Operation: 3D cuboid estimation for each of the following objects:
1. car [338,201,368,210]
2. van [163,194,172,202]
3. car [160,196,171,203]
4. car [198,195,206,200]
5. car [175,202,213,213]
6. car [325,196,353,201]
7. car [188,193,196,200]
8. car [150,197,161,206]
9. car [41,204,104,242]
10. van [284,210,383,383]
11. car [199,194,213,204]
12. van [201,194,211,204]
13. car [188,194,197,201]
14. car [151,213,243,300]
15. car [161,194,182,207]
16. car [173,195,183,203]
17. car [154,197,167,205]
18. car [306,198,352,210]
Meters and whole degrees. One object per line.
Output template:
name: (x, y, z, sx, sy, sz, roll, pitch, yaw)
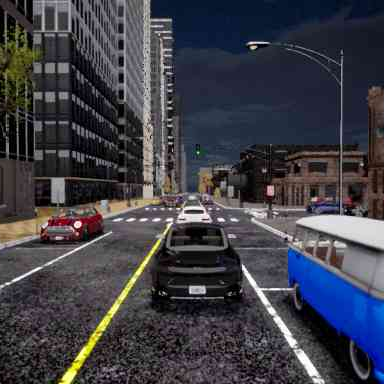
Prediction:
car: (16.443, 1.793, 31.026, 4.313, 1.339, 1.947, 1, 0, 1)
van: (-5.609, 1.323, 76.697, 1.690, 1.788, 3.998, -1, 0, 0)
car: (-5.610, 1.549, 71.053, 1.947, 1.339, 4.313, -1, 0, 0)
car: (2.756, 1.531, 93.568, 2.008, 1.369, 4.403, -1, 0, 0)
car: (0.110, 1.520, 18.952, 1.812, 1.442, 4.674, 0, 0, 0)
car: (16.559, 1.411, 39.403, 5.009, 1.841, 2.192, 1, 0, 1)
car: (0.075, 1.257, 91.018, 2.097, 1.767, 4.553, 0, 0, 0)
car: (-5.795, 1.512, 53.951, 1.752, 1.417, 4.829, -1, 0, 0)
car: (-5.690, 1.435, 16.173, 1.967, 1.590, 4.097, -1, 0, 0)
van: (2.679, 1.340, 5.083, 1.690, 1.788, 3.998, -1, 0, 0)
car: (2.726, 1.425, 59.703, 1.967, 1.590, 4.097, -1, 0, 0)
van: (2.729, 1.325, 65.347, 1.690, 1.788, 3.998, -1, 0, 0)
car: (0.067, 1.504, 81.015, 1.812, 1.442, 4.674, 0, 0, 0)
car: (0.104, 1.502, 8.374, 1.837, 1.490, 4.892, 0, 0, 0)
car: (-3.054, 1.339, 50.273, 2.097, 1.767, 4.553, 0, 0, 0)
car: (-2.942, 1.461, 70.111, 1.882, 1.535, 5.008, 0, 0, 0)
car: (-5.619, 1.551, 59.764, 1.947, 1.339, 4.313, -1, 0, 0)
car: (14.846, 1.684, 36.842, 4.181, 1.385, 1.994, 1, 1, 1)
